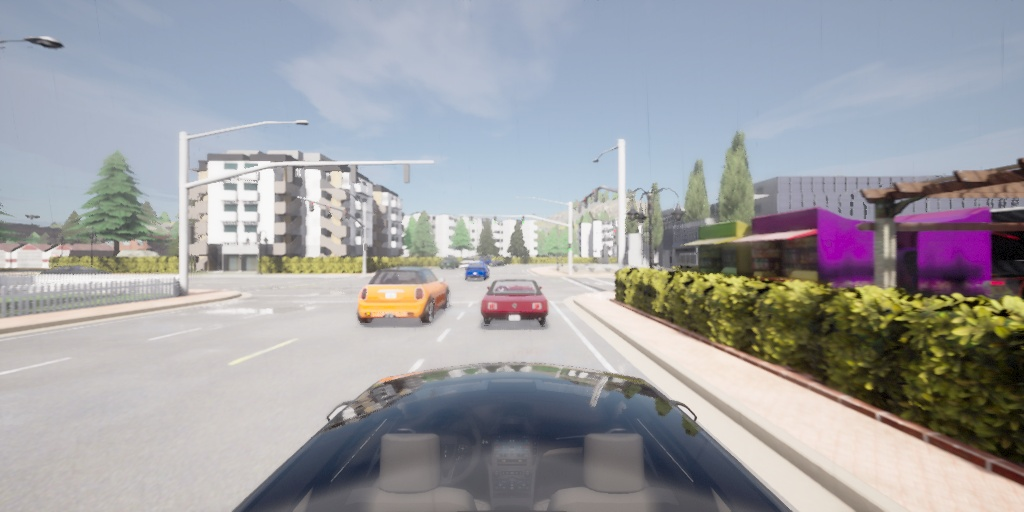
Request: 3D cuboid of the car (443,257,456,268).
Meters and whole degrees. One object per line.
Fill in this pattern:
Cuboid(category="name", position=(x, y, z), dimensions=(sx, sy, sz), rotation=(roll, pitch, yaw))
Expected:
Cuboid(category="car", position=(-10.286, 1.203, 58.848), dimensions=(2.150, 2.045, 5.566), rotation=(0, 0, 4))

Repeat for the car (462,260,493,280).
Cuboid(category="car", position=(-3.128, 1.355, 33.055), dimensions=(1.882, 1.535, 5.008), rotation=(0, 0, 0))

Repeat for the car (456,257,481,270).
Cuboid(category="car", position=(-6.882, 1.198, 57.413), dimensions=(2.150, 2.045, 5.566), rotation=(0, 0, 4))

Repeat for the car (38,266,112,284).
Cuboid(category="car", position=(-32.972, 1.419, 27.191), dimensions=(4.181, 1.385, 1.994), rotation=(0, 0, 2))

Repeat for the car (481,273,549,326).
Cuboid(category="car", position=(0.085, 1.392, 11.903), dimensions=(1.895, 1.301, 4.718), rotation=(0, 0, 0))

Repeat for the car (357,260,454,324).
Cuboid(category="car", position=(-3.466, 1.145, 12.286), dimensions=(2.097, 1.767, 4.553), rotation=(0, 0, -1))
